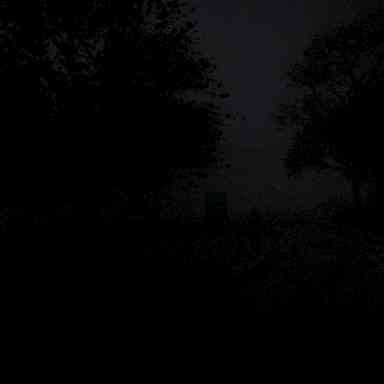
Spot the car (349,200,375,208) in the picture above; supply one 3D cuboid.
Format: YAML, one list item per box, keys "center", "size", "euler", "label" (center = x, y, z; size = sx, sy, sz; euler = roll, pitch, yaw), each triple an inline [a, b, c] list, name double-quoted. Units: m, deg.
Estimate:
- center: [36.470, 2.557, 71.467]
  size: [2.002, 1.452, 4.674]
  euler: [0, -1, -43]
  label: "car"

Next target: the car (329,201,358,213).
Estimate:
- center: [21.875, 2.339, 47.438]
  size: [4.718, 1.301, 1.895]
  euler: [0, -2, -42]
  label: "car"

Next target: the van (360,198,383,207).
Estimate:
- center: [40.687, 2.305, 75.231]
  size: [1.878, 1.987, 4.442]
  euler: [0, -1, -43]
  label: "van"

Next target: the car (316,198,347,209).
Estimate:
- center: [26.085, 2.216, 61.888]
  size: [2.435, 2.045, 5.566]
  euler: [0, -2, -43]
  label: "car"

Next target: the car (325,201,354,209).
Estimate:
- center: [28.177, 2.518, 63.784]
  size: [2.002, 1.452, 4.674]
  euler: [0, -2, -43]
  label: "car"
